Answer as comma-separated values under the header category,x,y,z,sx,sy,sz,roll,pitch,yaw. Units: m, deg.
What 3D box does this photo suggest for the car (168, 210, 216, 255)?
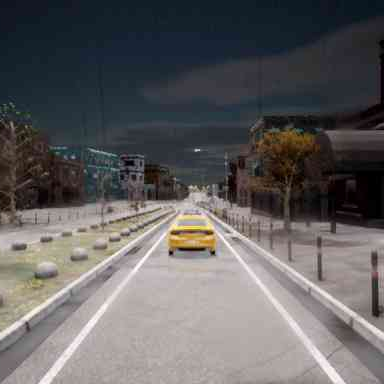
category,x,y,z,sx,sy,sz,roll,pitch,yaw
car,0.000,1.765,14.673,1.882,1.535,5.008,0,-2,0

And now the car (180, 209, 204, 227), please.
category,x,y,z,sx,sy,sz,roll,pitch,yaw
car,0.000,2.280,29.676,1.994,1.385,4.181,0,-2,0
